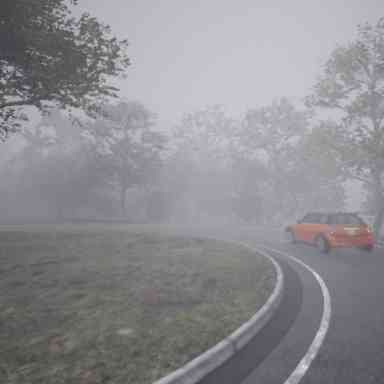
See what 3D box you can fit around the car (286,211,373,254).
[{"bbox_3d":[6.001,1.651,15.157,2.097,1.767,4.553,-1,-1,-7],"label":"car"}]
